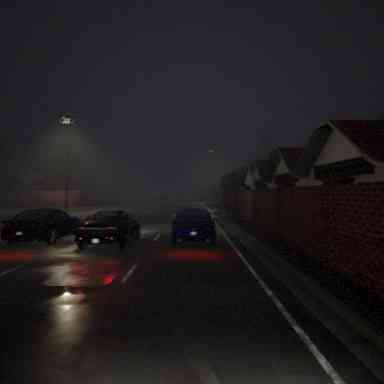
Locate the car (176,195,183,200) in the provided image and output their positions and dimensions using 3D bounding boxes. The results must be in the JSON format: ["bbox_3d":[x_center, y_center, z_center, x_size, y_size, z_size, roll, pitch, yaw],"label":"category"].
[{"bbox_3d":[-3.545,1.635,94.914,2.033,1.411,5.357,0,0,0],"label":"car"}]

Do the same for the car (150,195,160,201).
[{"bbox_3d":[-10.545,1.620,94.911,2.128,1.511,4.902,0,0,0],"label":"car"}]

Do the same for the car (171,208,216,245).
[{"bbox_3d":[0.070,1.519,15.865,1.882,1.535,5.008,0,0,0],"label":"car"}]

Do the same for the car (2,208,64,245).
[{"bbox_3d":[-6.930,1.519,15.854,1.882,1.535,5.008,0,0,0],"label":"car"}]

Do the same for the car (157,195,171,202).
[{"bbox_3d":[-7.040,1.709,84.493,1.837,1.490,4.892,0,0,0],"label":"car"}]

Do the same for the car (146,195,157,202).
[{"bbox_3d":[-10.540,1.735,84.907,1.812,1.442,4.674,0,0,0],"label":"car"}]

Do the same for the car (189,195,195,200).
[{"bbox_3d":[-0.045,1.596,94.916,1.837,1.490,4.892,0,0,0],"label":"car"}]

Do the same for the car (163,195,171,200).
[{"bbox_3d":[-7.045,1.595,94.912,1.837,1.490,4.892,0,0,0],"label":"car"}]

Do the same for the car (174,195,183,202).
[{"bbox_3d":[-3.540,1.735,84.911,1.812,1.442,4.674,0,0,0],"label":"car"}]

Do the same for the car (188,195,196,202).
[{"bbox_3d":[-0.040,1.734,84.496,2.128,1.511,4.902,0,0,0],"label":"car"}]

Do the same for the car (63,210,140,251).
[{"bbox_3d":[-3.435,1.530,14.301,2.128,1.511,4.902,0,0,0],"label":"car"}]
